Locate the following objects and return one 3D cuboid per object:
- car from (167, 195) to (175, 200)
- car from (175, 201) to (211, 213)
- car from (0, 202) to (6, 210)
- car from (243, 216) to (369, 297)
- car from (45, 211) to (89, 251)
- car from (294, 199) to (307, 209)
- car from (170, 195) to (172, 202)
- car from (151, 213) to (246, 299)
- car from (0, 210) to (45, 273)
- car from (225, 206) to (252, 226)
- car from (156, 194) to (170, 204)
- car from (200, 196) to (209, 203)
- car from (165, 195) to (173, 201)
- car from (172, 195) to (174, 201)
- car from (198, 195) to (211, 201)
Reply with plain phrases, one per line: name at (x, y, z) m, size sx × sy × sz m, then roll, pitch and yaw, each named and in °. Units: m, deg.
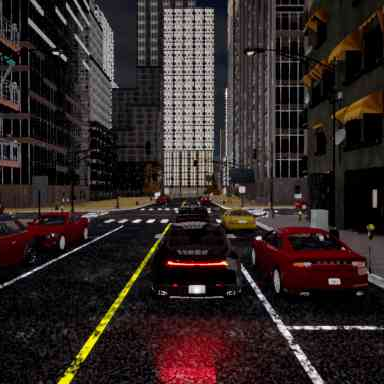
car at (-5.843, 1.541, 90.830) m, size 1.887 × 1.381 × 4.507 m, roll -1°, pitch 0°, yaw 0°
car at (0.067, 1.475, 18.675) m, size 1.882 × 1.535 × 5.008 m, roll 0°, pitch 0°, yaw 0°
car at (-23.908, 1.744, 38.277) m, size 4.097 × 1.590 × 1.967 m, roll -1°, pitch 1°, yaw -1°
car at (2.670, 1.543, 8.472) m, size 1.887 × 1.381 × 4.507 m, roll -1°, pitch 0°, yaw 0°
car at (-5.720, 1.542, 13.996) m, size 1.887 × 1.381 × 4.507 m, roll -1°, pitch 0°, yaw 0°
car at (14.190, 1.254, 38.662) m, size 4.507 × 1.381 × 1.887 m, roll -1°, pitch 1°, yaw -1°
car at (-5.810, 1.310, 68.593) m, size 2.192 × 1.841 × 5.009 m, roll -1°, pitch 0°, yaw 0°
car at (0.086, 1.503, 8.403) m, size 1.837 × 1.490 × 4.892 m, roll 0°, pitch 0°, yaw 0°
car at (-5.712, 1.438, 8.472) m, size 1.967 × 1.590 × 4.097 m, roll -1°, pitch 0°, yaw 0°
car at (2.651, 1.522, 19.689) m, size 1.752 × 1.417 × 4.829 m, roll -1°, pitch 0°, yaw 0°
car at (-5.799, 1.540, 63.033) m, size 1.887 × 1.381 × 4.507 m, roll -1°, pitch 0°, yaw 0°
car at (2.572, 1.521, 68.774) m, size 1.752 × 1.417 × 4.829 m, roll -1°, pitch 0°, yaw 0°
car at (-5.835, 1.521, 85.101) m, size 1.752 × 1.417 × 4.829 m, roll -1°, pitch 0°, yaw 0°
car at (-5.819, 1.310, 74.152) m, size 2.192 × 1.841 × 5.009 m, roll -1°, pitch 0°, yaw 0°
car at (2.580, 1.435, 63.045) m, size 1.967 × 1.590 × 4.097 m, roll -1°, pitch 0°, yaw 0°
